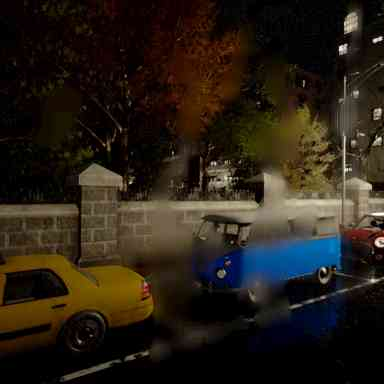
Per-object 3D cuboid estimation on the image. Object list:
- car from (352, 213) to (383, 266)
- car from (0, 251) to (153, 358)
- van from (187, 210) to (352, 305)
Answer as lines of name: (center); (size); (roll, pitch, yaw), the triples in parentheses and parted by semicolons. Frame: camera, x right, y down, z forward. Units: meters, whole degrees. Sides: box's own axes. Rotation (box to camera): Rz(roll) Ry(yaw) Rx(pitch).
car: (6.374, 1.442, 11.103); (4.097, 1.590, 1.967); (0, 1, -36)
car: (-2.901, 1.525, 4.481); (4.829, 1.417, 1.752); (0, 1, -36)
van: (1.806, 1.343, 7.840); (3.998, 1.788, 1.690); (0, 1, -36)
